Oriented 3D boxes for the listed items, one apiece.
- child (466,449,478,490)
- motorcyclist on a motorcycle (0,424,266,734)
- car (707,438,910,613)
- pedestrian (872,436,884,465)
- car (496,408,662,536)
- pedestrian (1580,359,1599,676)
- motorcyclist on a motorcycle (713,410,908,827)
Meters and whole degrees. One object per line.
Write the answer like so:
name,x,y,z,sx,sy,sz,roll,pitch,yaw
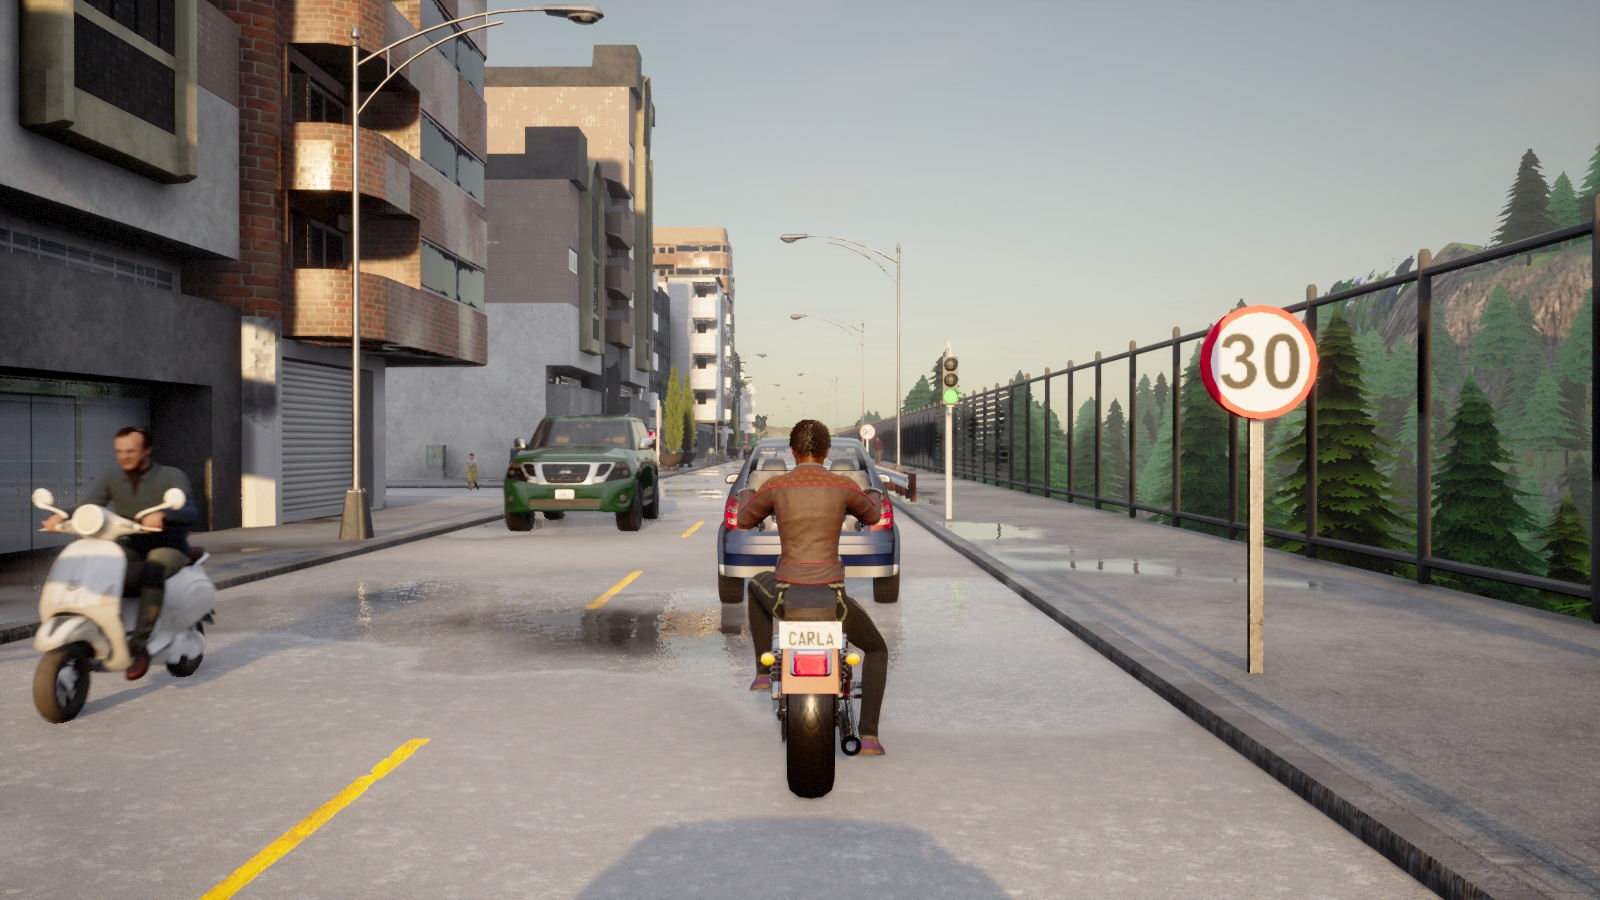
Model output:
child,-10.190,0.598,39.051,0.270,1.263,0.437,0,0,0
motorcyclist on a motorcycle,-3.945,0.655,7.333,0.866,1.590,1.817,0,0,0
car,0.085,0.653,12.925,1.789,1.549,3.705,0,0,0
pedestrian,4.920,0.012,79.357,0.634,1.844,0.899,0,0,-2
car,-3.830,0.333,22.819,2.150,2.045,5.566,0,0,-1
pedestrian,5.267,0.418,7.506,0.659,1.952,0.873,0,0,0
motorcyclist on a motorcycle,0.048,0.662,6.134,0.766,1.649,2.350,0,0,0
